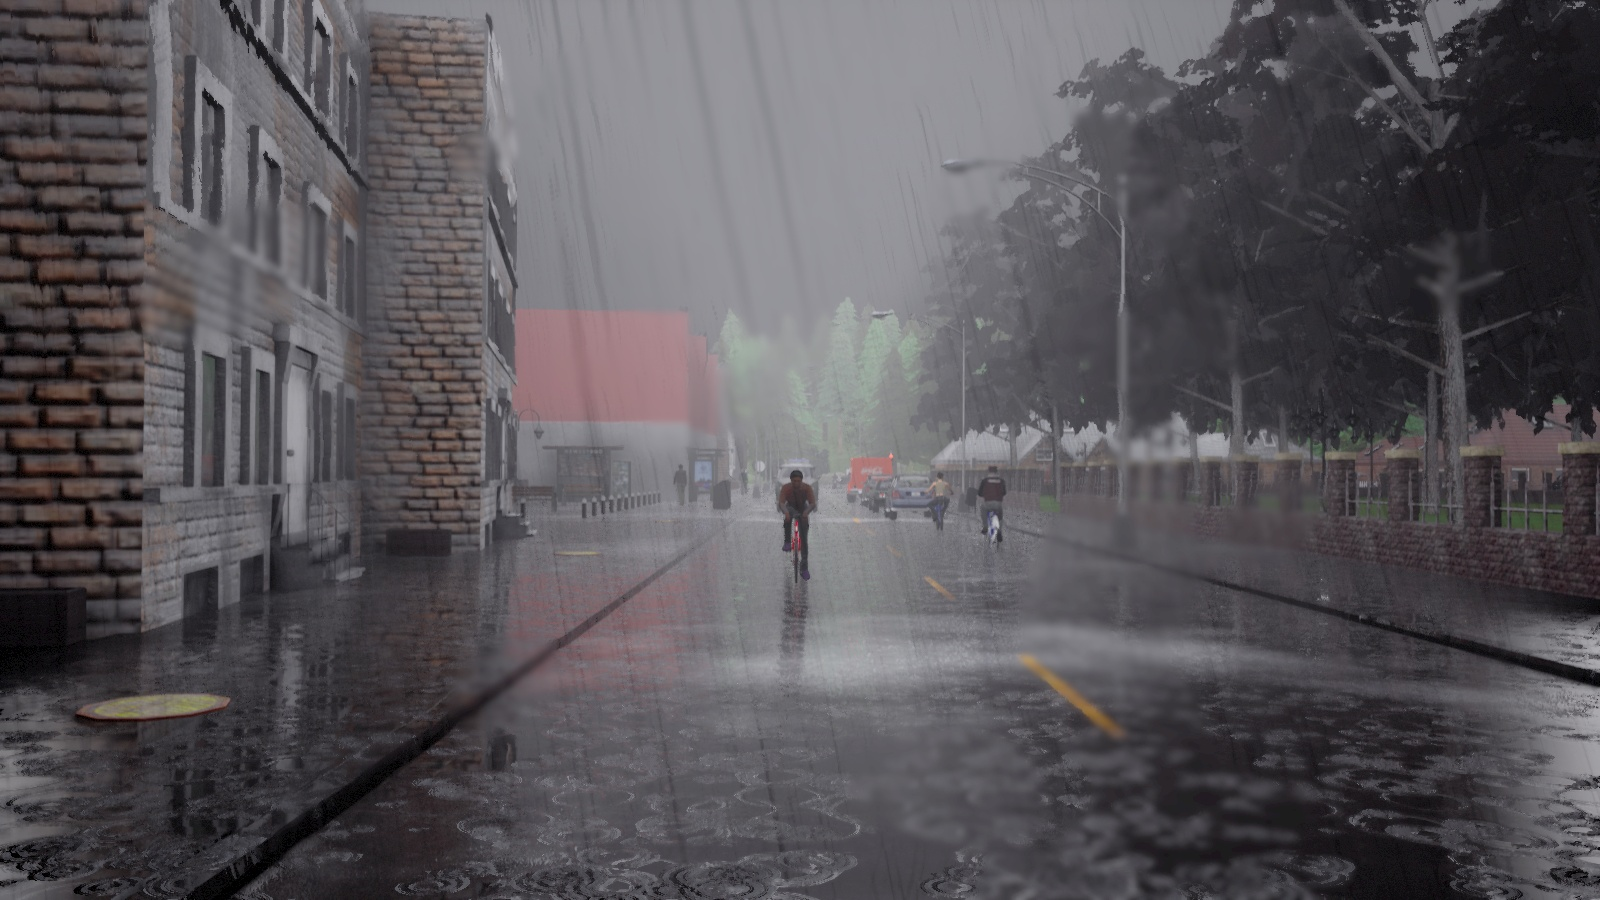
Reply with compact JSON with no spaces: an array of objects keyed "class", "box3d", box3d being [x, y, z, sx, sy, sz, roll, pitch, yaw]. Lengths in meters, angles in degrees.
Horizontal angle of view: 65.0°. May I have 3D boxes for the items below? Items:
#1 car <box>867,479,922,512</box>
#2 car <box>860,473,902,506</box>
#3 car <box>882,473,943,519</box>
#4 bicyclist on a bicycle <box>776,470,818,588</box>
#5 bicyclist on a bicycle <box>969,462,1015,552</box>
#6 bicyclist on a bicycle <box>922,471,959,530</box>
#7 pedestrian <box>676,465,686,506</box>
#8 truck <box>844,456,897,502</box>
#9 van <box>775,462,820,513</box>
[{"class":"car","box3d":[3.895,1.872,52.453,1.895,1.301,4.718,0,-1,0]},{"class":"car","box3d":[3.887,1.907,60.940,1.789,1.549,3.705,0,-1,0]},{"class":"car","box3d":[3.902,1.591,44.027,1.789,1.549,3.705,0,-1,0]},{"class":"bicyclist on a bicycle","box3d":[-0.043,1.108,18.239,0.582,1.620,1.656,0,-1,0]},{"class":"bicyclist on a bicycle","box3d":[3.938,1.151,25.878,0.659,1.776,1.843,0,-1,0]},{"class":"bicyclist on a bicycle","box3d":[3.911,1.387,35.093,0.866,1.612,1.509,0,-1,1]},{"class":"pedestrian","box3d":[-5.326,1.581,56.402,0.431,1.840,0.703,0,-1,-4]},{"class":"truck","box3d":[3.877,1.603,69.707,2.627,2.467,5.204,0,-1,0]},{"class":"van","box3d":[-0.105,1.531,51.940,1.775,1.987,4.442,0,-1,0]}]
